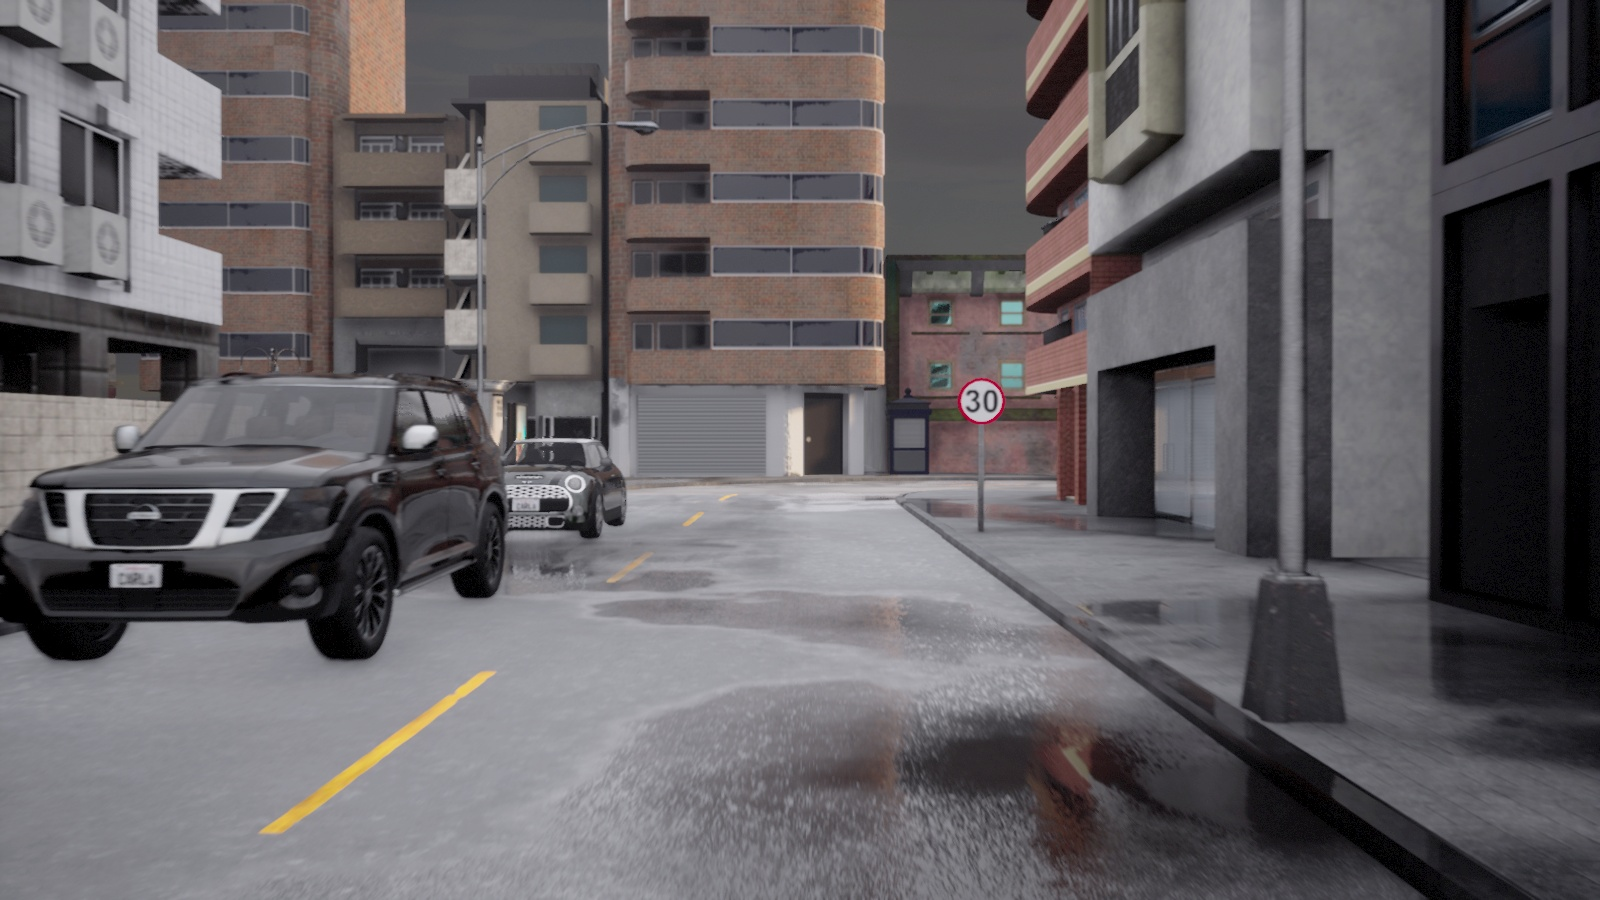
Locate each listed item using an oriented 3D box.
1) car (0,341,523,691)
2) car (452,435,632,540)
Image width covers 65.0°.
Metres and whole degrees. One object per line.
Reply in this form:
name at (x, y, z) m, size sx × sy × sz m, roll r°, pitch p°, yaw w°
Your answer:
car at (-3.929, 0.358, 10.121) m, size 2.150 × 2.045 × 5.566 m, roll 0°, pitch 1°, yaw 0°
car at (-3.876, 0.507, 19.544) m, size 1.970 × 1.475 × 3.806 m, roll 0°, pitch 1°, yaw 1°
